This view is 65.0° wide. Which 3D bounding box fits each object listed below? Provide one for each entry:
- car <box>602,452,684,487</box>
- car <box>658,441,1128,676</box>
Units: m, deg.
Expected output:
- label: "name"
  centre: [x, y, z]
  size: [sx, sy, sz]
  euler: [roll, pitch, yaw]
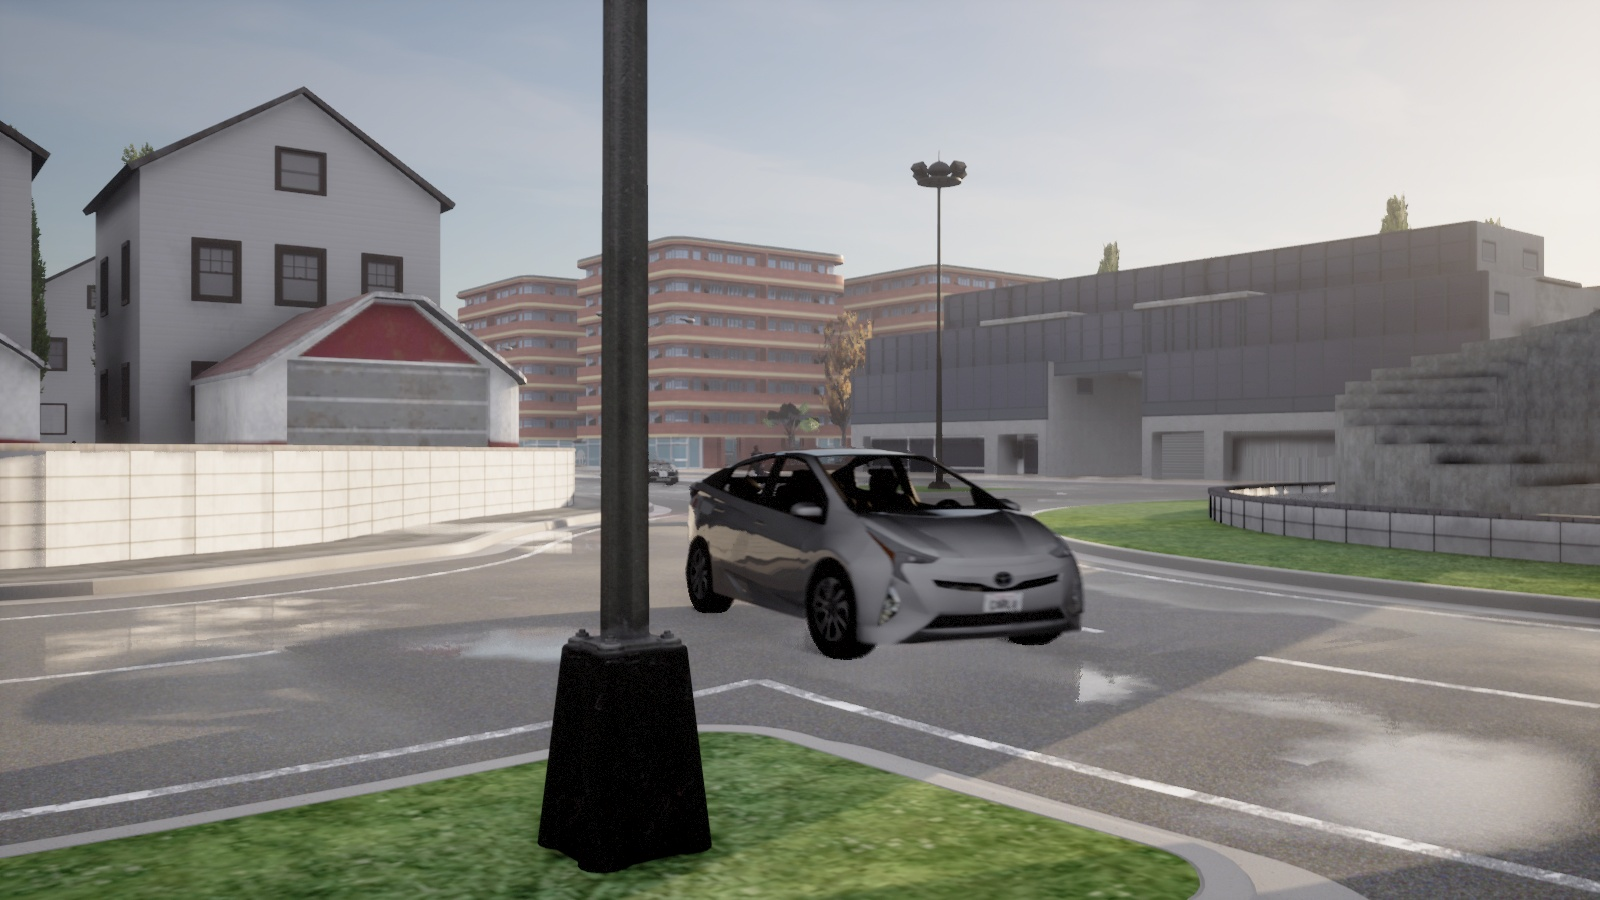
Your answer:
- label: "car"
  centre: [-6.957, 0.833, 55.459]
  size: [1.970, 1.475, 3.806]
  euler: [0, 0, -37]
- label: "car"
  centre: [0.488, 0.710, 10.632]
  size: [2.007, 1.525, 4.514]
  euler: [0, 0, -25]
